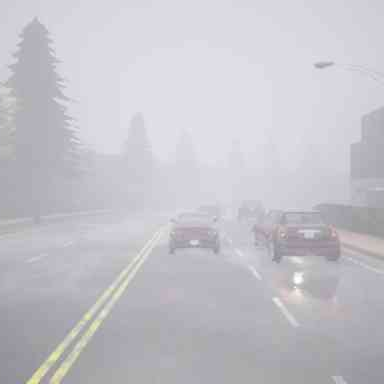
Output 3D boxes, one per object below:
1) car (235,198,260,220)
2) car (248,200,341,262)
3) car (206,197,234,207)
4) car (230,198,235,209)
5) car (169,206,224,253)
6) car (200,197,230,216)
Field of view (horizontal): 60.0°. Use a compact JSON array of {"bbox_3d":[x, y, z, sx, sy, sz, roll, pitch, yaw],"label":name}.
[{"bbox_3d":[4.992,1.320,27.381,2.097,1.767,4.553,0,0,13],"label":"car"},{"bbox_3d":[3.587,1.338,12.265,2.097,1.767,4.553,0,0,0],"label":"car"},{"bbox_3d":[4.221,1.468,49.287,1.812,1.442,4.674,0,0,39],"label":"car"},{"bbox_3d":[5.142,1.495,44.939,2.033,1.411,5.357,0,0,35],"label":"car"},{"bbox_3d":[0.086,1.510,13.450,1.812,1.442,4.674,0,0,0],"label":"car"},{"bbox_3d":[1.830,1.444,29.177,1.882,1.535,5.008,0,0,14],"label":"car"}]
